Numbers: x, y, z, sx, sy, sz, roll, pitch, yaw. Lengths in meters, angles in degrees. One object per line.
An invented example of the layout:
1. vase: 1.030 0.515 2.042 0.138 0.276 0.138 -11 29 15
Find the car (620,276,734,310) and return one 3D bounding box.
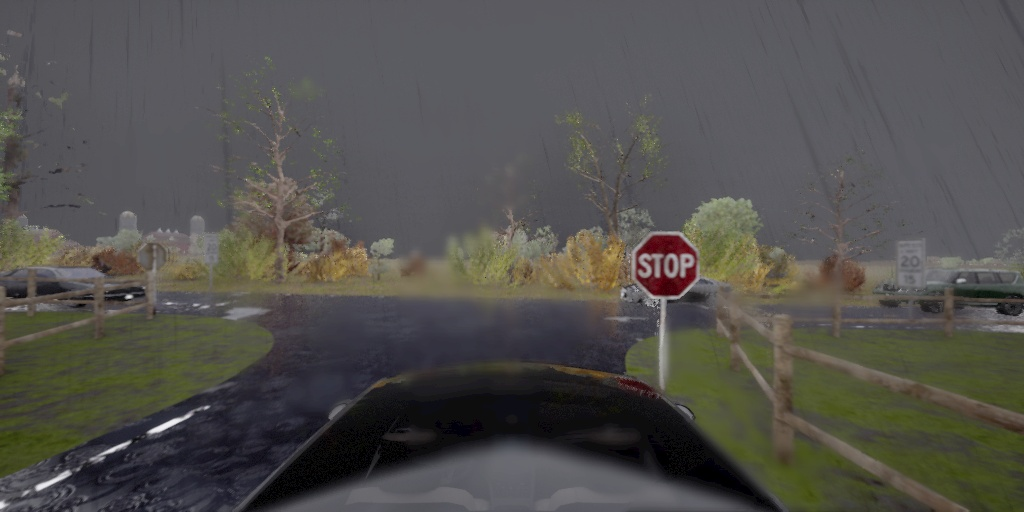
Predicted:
1. car: 7.568 1.584 16.587 4.902 1.511 2.128 1 0 0

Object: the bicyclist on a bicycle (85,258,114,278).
1. bicyclist on a bicycle: -22.606 0.908 19.637 0.582 1.620 1.656 1 0 0

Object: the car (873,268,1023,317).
1. car: 20.213 1.585 16.581 5.566 2.045 2.150 2 0 0

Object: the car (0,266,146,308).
1. car: -17.199 1.109 13.651 5.357 1.411 2.033 1 0 0
